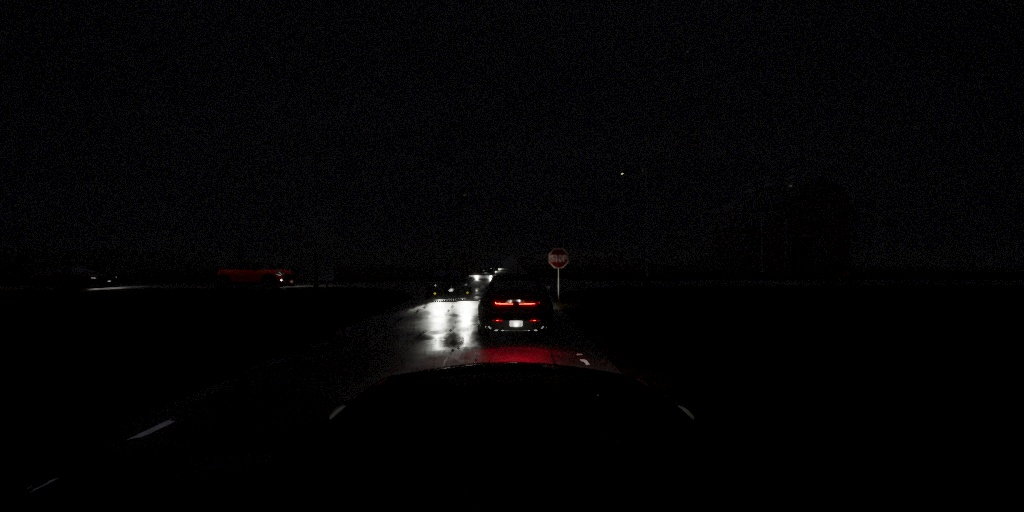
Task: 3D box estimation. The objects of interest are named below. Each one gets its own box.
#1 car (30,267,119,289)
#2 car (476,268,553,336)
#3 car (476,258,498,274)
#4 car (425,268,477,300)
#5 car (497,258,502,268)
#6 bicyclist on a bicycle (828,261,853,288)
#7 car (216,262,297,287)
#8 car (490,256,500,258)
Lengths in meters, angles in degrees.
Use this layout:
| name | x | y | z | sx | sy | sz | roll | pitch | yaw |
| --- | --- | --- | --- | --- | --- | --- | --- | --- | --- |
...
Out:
| name | x | y | z | sx | sy | sz | roll | pitch | yaw |
| --- | --- | --- | --- | --- | --- | --- | --- | --- | --- |
| car | -29.821 | 1.462 | 24.468 | 4.674 | 1.442 | 1.812 | -1 | -1 | 0 |
| car | 0.090 | 1.258 | 10.388 | 1.837 | 1.490 | 4.892 | 0 | 0 | 0 |
| car | -2.939 | 1.281 | 40.200 | 1.837 | 1.490 | 4.892 | 0 | 0 | 1 |
| car | -3.222 | 1.321 | 17.756 | 1.994 | 1.385 | 4.181 | 0 | 0 | -16 |
| car | -2.897 | 1.336 | 50.808 | 2.033 | 1.411 | 5.357 | 0 | 0 | 0 |
| bicyclist on a bicycle | 19.925 | 1.101 | 21.760 | 0.582 | 1.620 | 1.656 | 0 | 0 | 0 |
| car | -17.359 | 1.187 | 24.552 | 4.553 | 1.767 | 2.097 | 0 | -1 | 0 |
| car | -2.902 | 1.020 | 62.394 | 2.150 | 2.045 | 5.566 | 0 | 0 | 0 |
